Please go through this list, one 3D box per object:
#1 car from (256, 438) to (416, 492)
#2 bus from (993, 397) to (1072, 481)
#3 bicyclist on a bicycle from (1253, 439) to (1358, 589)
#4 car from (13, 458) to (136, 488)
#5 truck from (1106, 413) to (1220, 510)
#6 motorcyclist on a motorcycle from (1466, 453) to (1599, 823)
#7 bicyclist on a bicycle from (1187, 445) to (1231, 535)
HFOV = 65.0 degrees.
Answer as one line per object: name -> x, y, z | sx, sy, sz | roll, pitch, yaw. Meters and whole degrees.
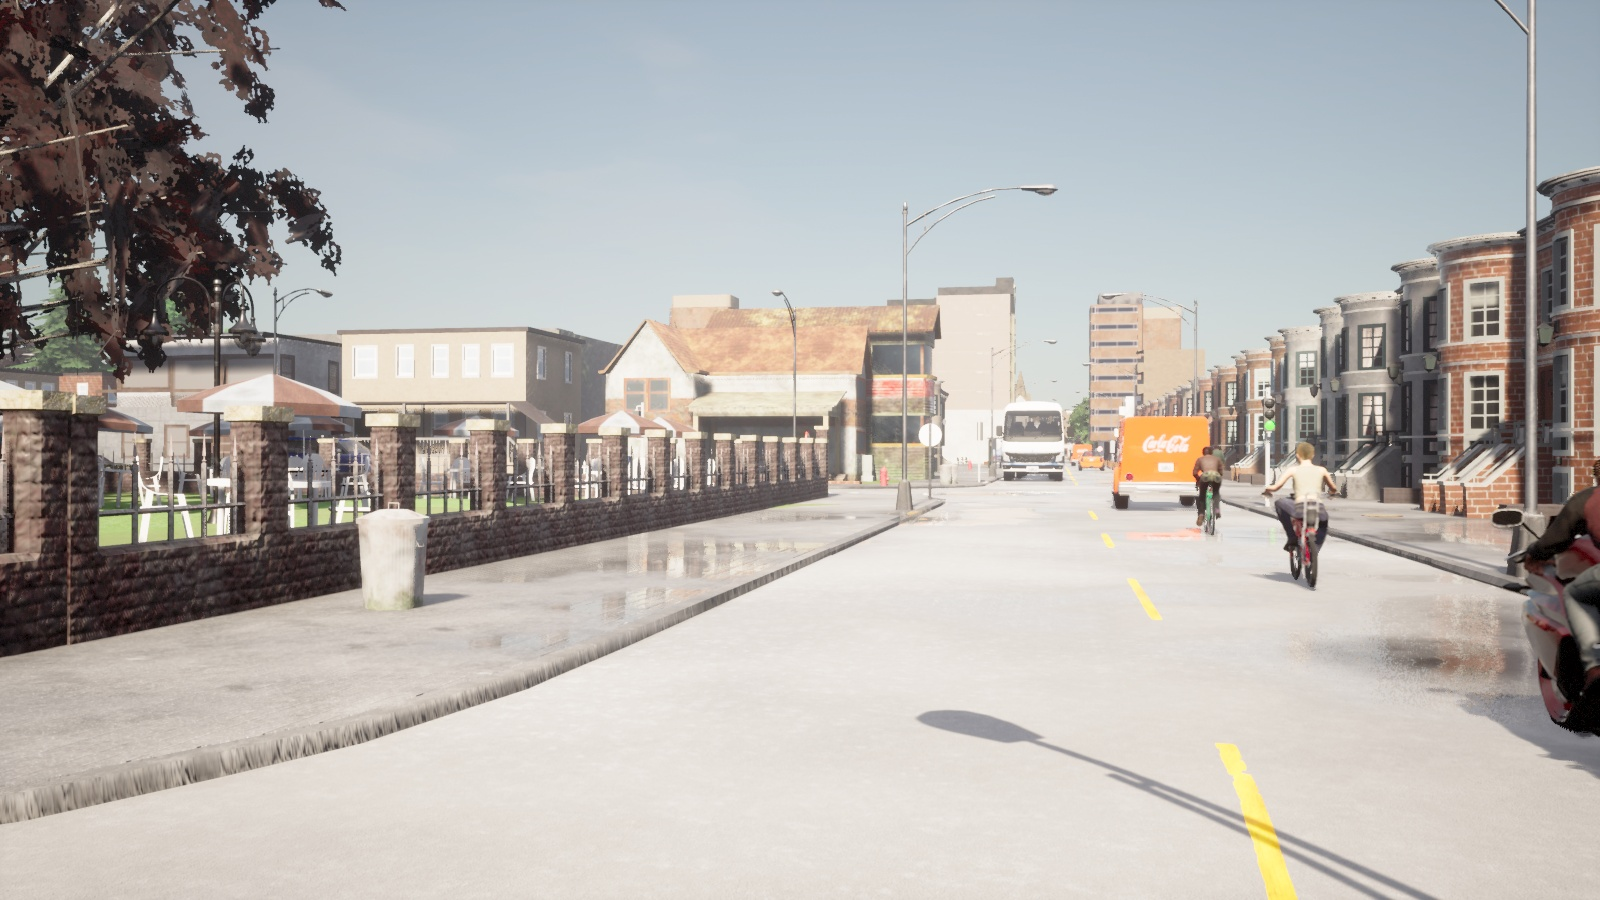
car -> -18.174, 0.581, 49.264 | 5.566, 2.045, 2.150 | 0, 0, 12
bus -> 12.895, -0.528, 69.053 | 3.944, 4.253, 10.273 | 0, 0, 12
bicyclist on a bicycle -> 5.734, 0.697, 14.329 | 0.866, 1.612, 1.509 | 0, -1, 12
car -> -32.517, 0.999, 56.293 | 4.718, 1.301, 1.895 | 0, 0, 12
truck -> 9.951, 0.304, 34.878 | 2.627, 2.467, 5.204 | 0, 0, 12
motorcyclist on a motorcycle -> 4.014, 0.783, 6.151 | 0.866, 1.530, 2.191 | 0, 0, 16
bicyclist on a bicycle -> 7.587, 0.726, 23.342 | 0.582, 1.620, 1.656 | 0, -1, 12
